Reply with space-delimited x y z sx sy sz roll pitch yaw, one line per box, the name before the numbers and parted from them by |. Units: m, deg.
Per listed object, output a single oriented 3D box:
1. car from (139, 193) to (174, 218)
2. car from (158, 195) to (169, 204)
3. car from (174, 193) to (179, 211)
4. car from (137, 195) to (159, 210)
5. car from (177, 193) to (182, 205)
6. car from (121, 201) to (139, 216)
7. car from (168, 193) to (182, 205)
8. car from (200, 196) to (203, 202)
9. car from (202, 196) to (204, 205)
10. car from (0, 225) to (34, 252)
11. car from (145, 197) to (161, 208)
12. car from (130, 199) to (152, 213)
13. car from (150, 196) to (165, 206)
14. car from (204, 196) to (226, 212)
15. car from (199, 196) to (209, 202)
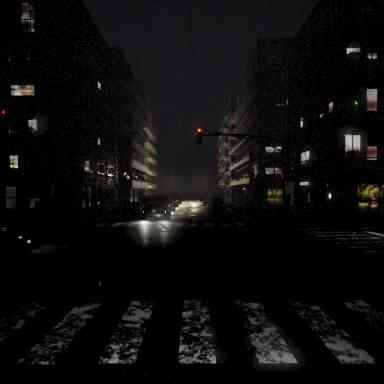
car | -3.094 1.228 30.205 2.150 2.045 5.566 0 0 1
car | -5.638 1.466 66.327 1.967 1.590 4.097 0 0 0
car | -3.065 1.362 40.117 2.097 1.767 4.553 0 0 0
car | -5.656 1.326 43.597 2.192 1.841 5.009 0 0 0
car | -3.049 1.367 50.016 2.097 1.767 4.553 0 0 0
car | -5.665 1.573 32.232 1.947 1.339 4.313 0 0 0
car | -2.994 1.243 60.576 2.150 2.045 5.566 0 0 0
car | 2.734 1.600 54.957 1.802 1.307 4.206 0 0 0
car | 2.724 1.452 43.592 1.967 1.590 4.097 0 0 0
car | -9.317 1.695 13.171 5.357 1.411 2.033 -1 0 -11
car | -5.652 1.540 49.109 1.752 1.417 4.829 0 0 0
car | -5.660 1.534 37.745 1.752 1.417 4.829 0 0 0
car | -5.647 1.458 54.962 1.967 1.590 4.097 0 0 0
car | 2.720 1.449 37.910 1.967 1.590 4.097 0 0 0
car | 2.751 1.586 77.687 2.008 1.369 4.403 0 0 0
